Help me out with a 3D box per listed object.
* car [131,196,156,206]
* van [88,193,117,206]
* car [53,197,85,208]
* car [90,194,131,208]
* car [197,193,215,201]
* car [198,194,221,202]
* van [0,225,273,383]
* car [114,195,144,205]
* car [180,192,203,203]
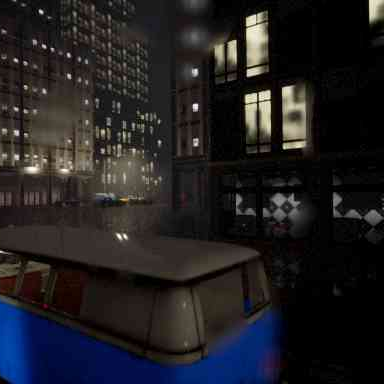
[{"bbox_3d":[-6.811,1.230,45.626,2.008,1.369,4.403,0,0,36],"label":"car"},{"bbox_3d":[-13.596,1.135,50.544,1.690,1.788,3.998,0,0,36],"label":"van"},{"bbox_3d":[-16.926,1.403,45.994,1.947,1.339,4.313,0,0,36],"label":"car"},{"bbox_3d":[-10.141,1.267,41.077,1.887,1.381,4.507,0,0,36],"label":"car"},{"bbox_3d":[3.065,1.016,73.299,1.967,1.590,4.097,0,0,36],"label":"car"},{"bbox_3d":[3.181,1.101,59.273,2.008,1.369,4.403,0,0,36],"label":"car"},{"bbox_3d":[-1.112,1.342,3.684,3.998,1.788,1.690,0,-1,36],"label":"van"},{"bbox_3d":[-10.363,1.278,54.958,1.752,1.417,4.829,0,0,36],"label":"car"},{"bbox_3d":[-0.152,0.908,54.723,2.192,1.841,5.009,0,0,36],"label":"car"}]
